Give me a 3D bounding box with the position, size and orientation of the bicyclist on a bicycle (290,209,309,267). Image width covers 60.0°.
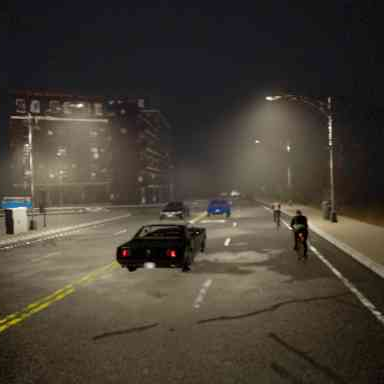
[{"bbox_3d":[3.226,1.333,9.928,0.582,1.620,1.656,-2,0,10],"label":"bicyclist on a bicycle"}]

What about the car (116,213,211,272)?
[{"bbox_3d":[-0.706,1.610,10.862,1.895,1.301,4.718,-2,0,10],"label":"car"}]

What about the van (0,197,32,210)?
[{"bbox_3d":[-23.402,1.609,44.592,3.998,1.788,1.690,-1,-1,-21],"label":"van"}]

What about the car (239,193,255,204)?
[{"bbox_3d":[8.916,1.123,52.678,1.837,1.490,4.892,-2,0,7],"label":"car"}]

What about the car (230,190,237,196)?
[{"bbox_3d":[12.419,0.937,91.488,2.128,1.511,4.902,-2,0,4],"label":"car"}]

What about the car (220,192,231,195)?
[{"bbox_3d":[9.210,1.117,92.162,1.895,1.301,4.718,-2,0,4],"label":"car"}]

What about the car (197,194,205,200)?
[{"bbox_3d":[2.358,1.295,87.140,2.128,1.511,4.902,-2,0,4],"label":"car"}]

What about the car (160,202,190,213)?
[{"bbox_3d":[-1.312,1.530,27.431,1.812,1.442,4.674,-2,0,10],"label":"car"}]

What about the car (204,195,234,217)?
[{"bbox_3d":[2.471,1.352,29.675,1.882,1.535,5.008,-2,0,9],"label":"car"}]

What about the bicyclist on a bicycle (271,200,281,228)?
[{"bbox_3d":[4.810,1.267,18.875,0.582,1.620,1.656,-2,0,10],"label":"bicyclist on a bicycle"}]

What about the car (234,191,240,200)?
[{"bbox_3d":[10.880,1.039,71.820,2.128,1.511,4.902,-2,0,5],"label":"car"}]
